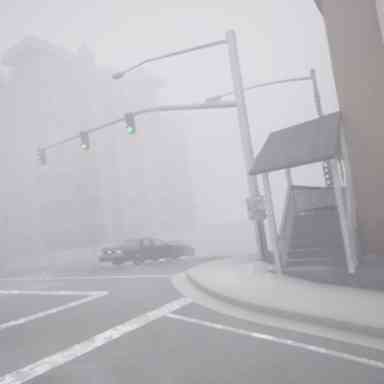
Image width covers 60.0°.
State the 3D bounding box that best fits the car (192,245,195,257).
[{"bbox_3d":[-1.577,4.485,25.987,1.812,1.442,4.674,-11,-15,34],"label":"car"}]

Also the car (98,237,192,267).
[{"bbox_3d":[-2.618,3.257,18.479,2.033,1.411,5.357,-11,-11,35],"label":"car"}]
